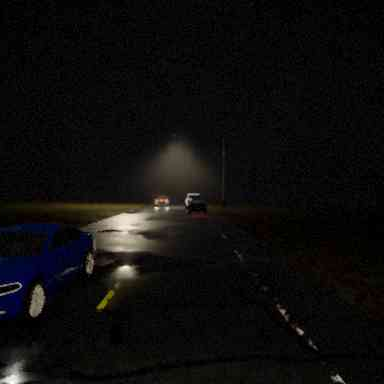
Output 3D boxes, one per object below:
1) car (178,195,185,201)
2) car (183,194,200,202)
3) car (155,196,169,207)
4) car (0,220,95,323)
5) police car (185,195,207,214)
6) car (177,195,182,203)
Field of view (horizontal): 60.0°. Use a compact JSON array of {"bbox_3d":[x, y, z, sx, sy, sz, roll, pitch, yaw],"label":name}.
[{"bbox_3d":[-2.775,1.473,86.680,1.837,1.490,4.892,0,0,-4],"label":"car"},{"bbox_3d":[0.239,1.244,45.500,2.150,2.045,5.566,0,0,-2],"label":"car"},{"bbox_3d":[-4.602,1.369,51.454,2.097,1.767,4.553,0,0,-2],"label":"car"},{"bbox_3d":[-3.643,1.471,7.426,1.882,1.535,5.008,0,0,0],"label":"car"},{"bbox_3d":[0.539,1.431,35.558,1.930,1.638,5.238,0,0,-2],"label":"police car"},{"bbox_3d":[-1.848,1.552,70.208,1.994,1.385,4.181,0,0,-3],"label":"car"}]
